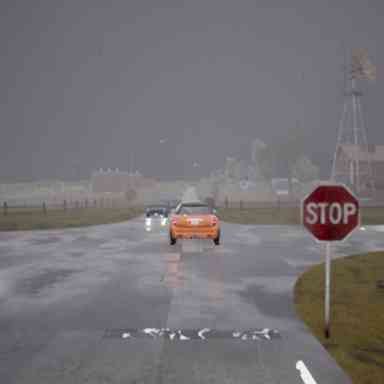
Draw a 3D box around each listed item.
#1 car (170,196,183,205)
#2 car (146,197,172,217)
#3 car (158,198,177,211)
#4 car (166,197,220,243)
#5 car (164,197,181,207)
[{"bbox_3d":[-2.719,1.483,58.655,1.994,1.385,4.181,0,0,0],"label":"car"},{"bbox_3d":[-2.848,1.418,29.556,2.033,1.411,5.357,0,0,1],"label":"car"},{"bbox_3d":[-2.792,1.427,38.852,1.994,1.385,4.181,0,0,0],"label":"car"},{"bbox_3d":[0.120,1.273,15.649,2.097,1.767,4.553,0,0,0],"label":"car"},{"bbox_3d":[-2.775,1.425,48.676,2.033,1.411,5.357,0,0,0],"label":"car"}]
